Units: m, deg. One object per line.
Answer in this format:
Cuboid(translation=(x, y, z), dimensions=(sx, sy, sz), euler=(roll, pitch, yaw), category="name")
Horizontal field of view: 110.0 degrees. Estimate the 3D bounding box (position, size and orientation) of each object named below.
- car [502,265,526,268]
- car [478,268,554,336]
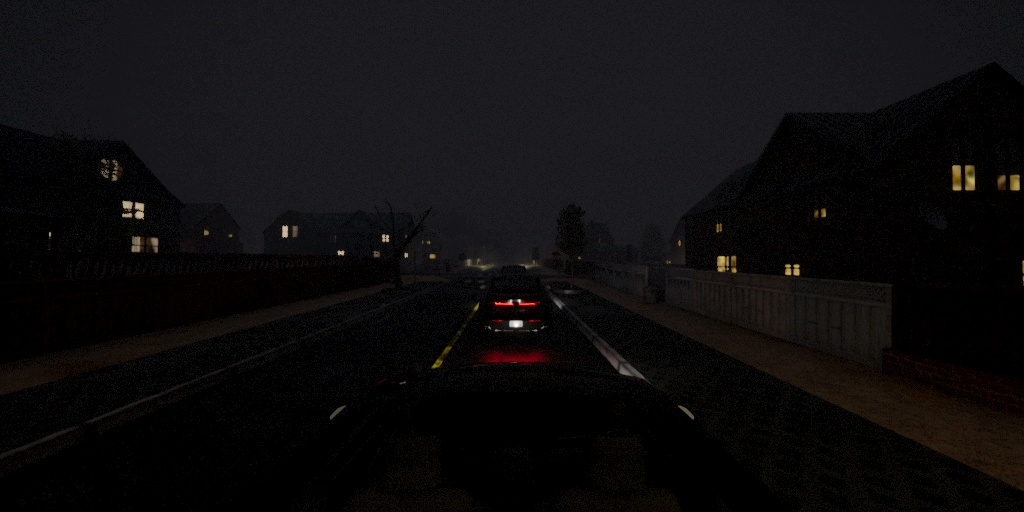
Cuboid(translation=(0.103, 1.266, 20.549), dimensions=(1.837, 1.490, 4.892), euler=(0, 0, 0), category="car")
Cuboid(translation=(0.099, 1.257, 10.361), dimensions=(1.837, 1.490, 4.892), euler=(0, 0, 0), category="car")
